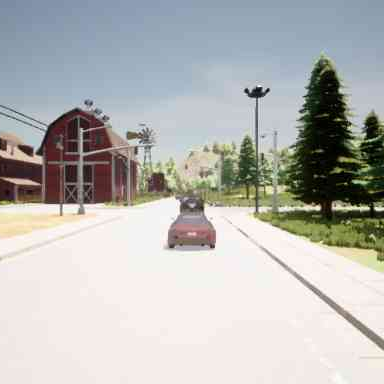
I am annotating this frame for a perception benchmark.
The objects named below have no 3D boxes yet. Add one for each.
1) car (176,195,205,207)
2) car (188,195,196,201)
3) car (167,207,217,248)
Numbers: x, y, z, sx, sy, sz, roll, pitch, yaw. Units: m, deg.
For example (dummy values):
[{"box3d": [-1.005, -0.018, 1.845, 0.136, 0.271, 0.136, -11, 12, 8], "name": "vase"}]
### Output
[{"box3d": [0.000, 1.256, 29.680, 2.150, 2.045, 5.566, 0, 0, 0], "name": "car"}, {"box3d": [0.000, 1.422, 82.132, 1.994, 1.385, 4.181, 0, 0, 0], "name": "car"}, {"box3d": [0.000, 1.570, 14.650, 1.994, 1.385, 4.181, 0, 0, 0], "name": "car"}]
